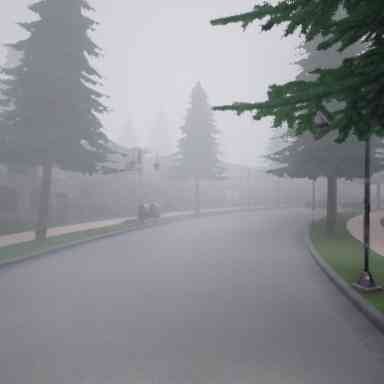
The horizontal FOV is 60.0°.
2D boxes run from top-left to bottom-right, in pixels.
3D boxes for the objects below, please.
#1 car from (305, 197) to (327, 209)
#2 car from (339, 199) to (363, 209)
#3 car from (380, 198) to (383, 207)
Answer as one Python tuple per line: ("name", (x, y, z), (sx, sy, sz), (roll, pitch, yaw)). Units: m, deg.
("car", (17.154, 1.421, 44.925), (5.008, 1.535, 1.882), (0, 0, -43))
("car", (21.682, 1.578, 44.251), (4.718, 1.301, 1.895), (0, 0, -37))
("car", (30.102, 1.491, 50.113), (5.008, 1.535, 1.882), (0, 0, -28))
